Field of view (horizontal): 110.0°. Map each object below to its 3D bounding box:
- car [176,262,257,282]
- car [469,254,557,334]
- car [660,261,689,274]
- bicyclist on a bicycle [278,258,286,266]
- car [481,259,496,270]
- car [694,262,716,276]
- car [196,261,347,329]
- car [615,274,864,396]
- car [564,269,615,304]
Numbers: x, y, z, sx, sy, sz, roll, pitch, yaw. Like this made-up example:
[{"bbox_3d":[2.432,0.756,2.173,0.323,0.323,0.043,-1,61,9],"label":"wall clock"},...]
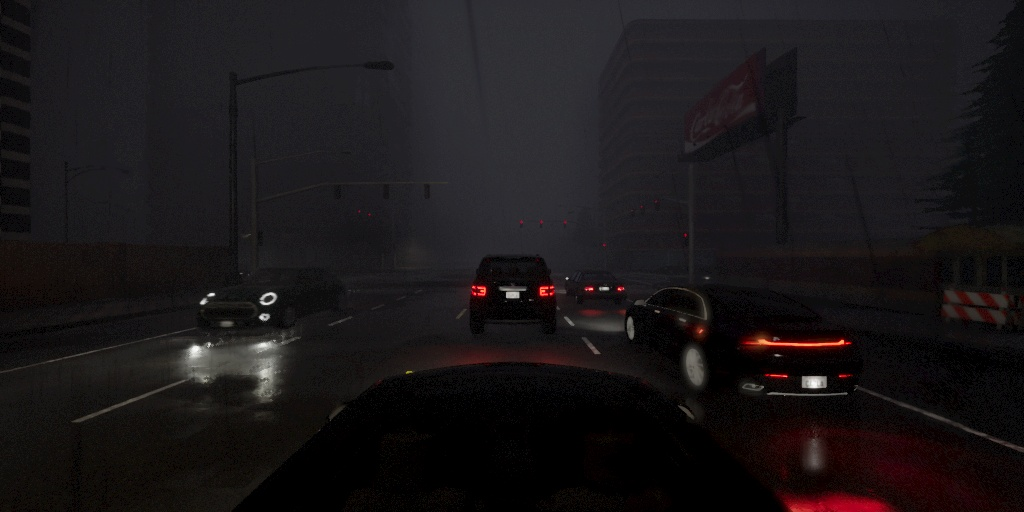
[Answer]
[{"bbox_3d":[-23.214,1.255,28.296,4.892,1.490,1.837,0,0,0],"label":"car"},{"bbox_3d":[0.043,0.971,10.759,2.150,2.045,5.566,0,0,1],"label":"car"},{"bbox_3d":[18.632,1.276,39.223,4.674,1.442,1.812,0,0,0],"label":"car"},{"bbox_3d":[-28.008,1.051,43.751,0.582,1.620,1.656,0,0,0],"label":"bicyclist on a bicycle"},{"bbox_3d":[-3.557,1.276,54.949,1.812,1.442,4.674,0,0,0],"label":"car"},{"bbox_3d":[21.315,1.228,35.738,5.008,1.535,1.882,0,0,0],"label":"car"},{"bbox_3d":[-7.079,1.102,11.147,2.097,1.767,4.553,0,0,0],"label":"car"},{"bbox_3d":[3.600,1.255,6.691,1.837,1.490,4.892,0,0,0],"label":"car"},{"bbox_3d":[3.590,1.297,16.211,2.033,1.411,5.357,0,0,1],"label":"car"}]
